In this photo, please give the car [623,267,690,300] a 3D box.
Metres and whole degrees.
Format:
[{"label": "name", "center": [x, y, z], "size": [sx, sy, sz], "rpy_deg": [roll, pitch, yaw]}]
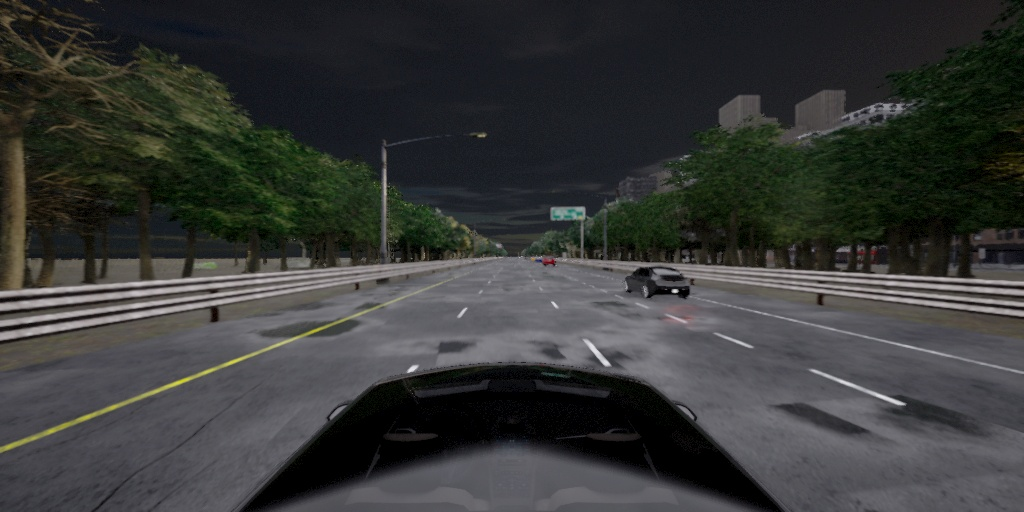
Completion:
[{"label": "car", "center": [7.012, 1.263, 17.832], "size": [1.837, 1.490, 4.892], "rpy_deg": [0, 0, 0]}]
